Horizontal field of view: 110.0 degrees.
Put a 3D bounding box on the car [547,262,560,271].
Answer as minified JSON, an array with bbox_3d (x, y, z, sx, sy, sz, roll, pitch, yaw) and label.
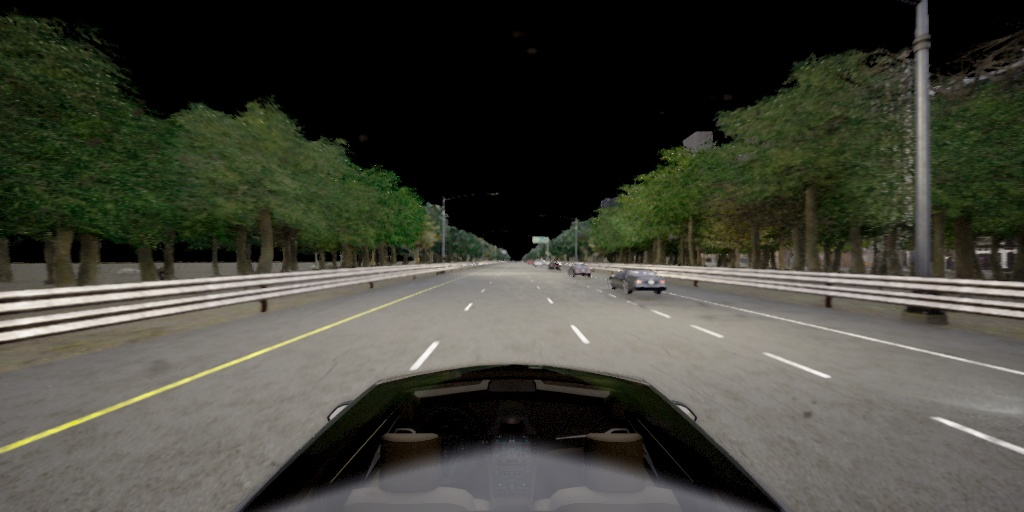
[{"bbox_3d":[7.150,1.788,61.976,1.837,1.490,4.892,0,-1,0],"label":"car"}]

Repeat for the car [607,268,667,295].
[{"bbox_3d":[7.005,1.387,20.571,2.033,1.411,5.357,0,0,0],"label":"car"}]

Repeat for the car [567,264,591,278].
[{"bbox_3d":[7.042,1.549,37.969,2.033,1.411,5.357,0,-1,0],"label":"car"}]
